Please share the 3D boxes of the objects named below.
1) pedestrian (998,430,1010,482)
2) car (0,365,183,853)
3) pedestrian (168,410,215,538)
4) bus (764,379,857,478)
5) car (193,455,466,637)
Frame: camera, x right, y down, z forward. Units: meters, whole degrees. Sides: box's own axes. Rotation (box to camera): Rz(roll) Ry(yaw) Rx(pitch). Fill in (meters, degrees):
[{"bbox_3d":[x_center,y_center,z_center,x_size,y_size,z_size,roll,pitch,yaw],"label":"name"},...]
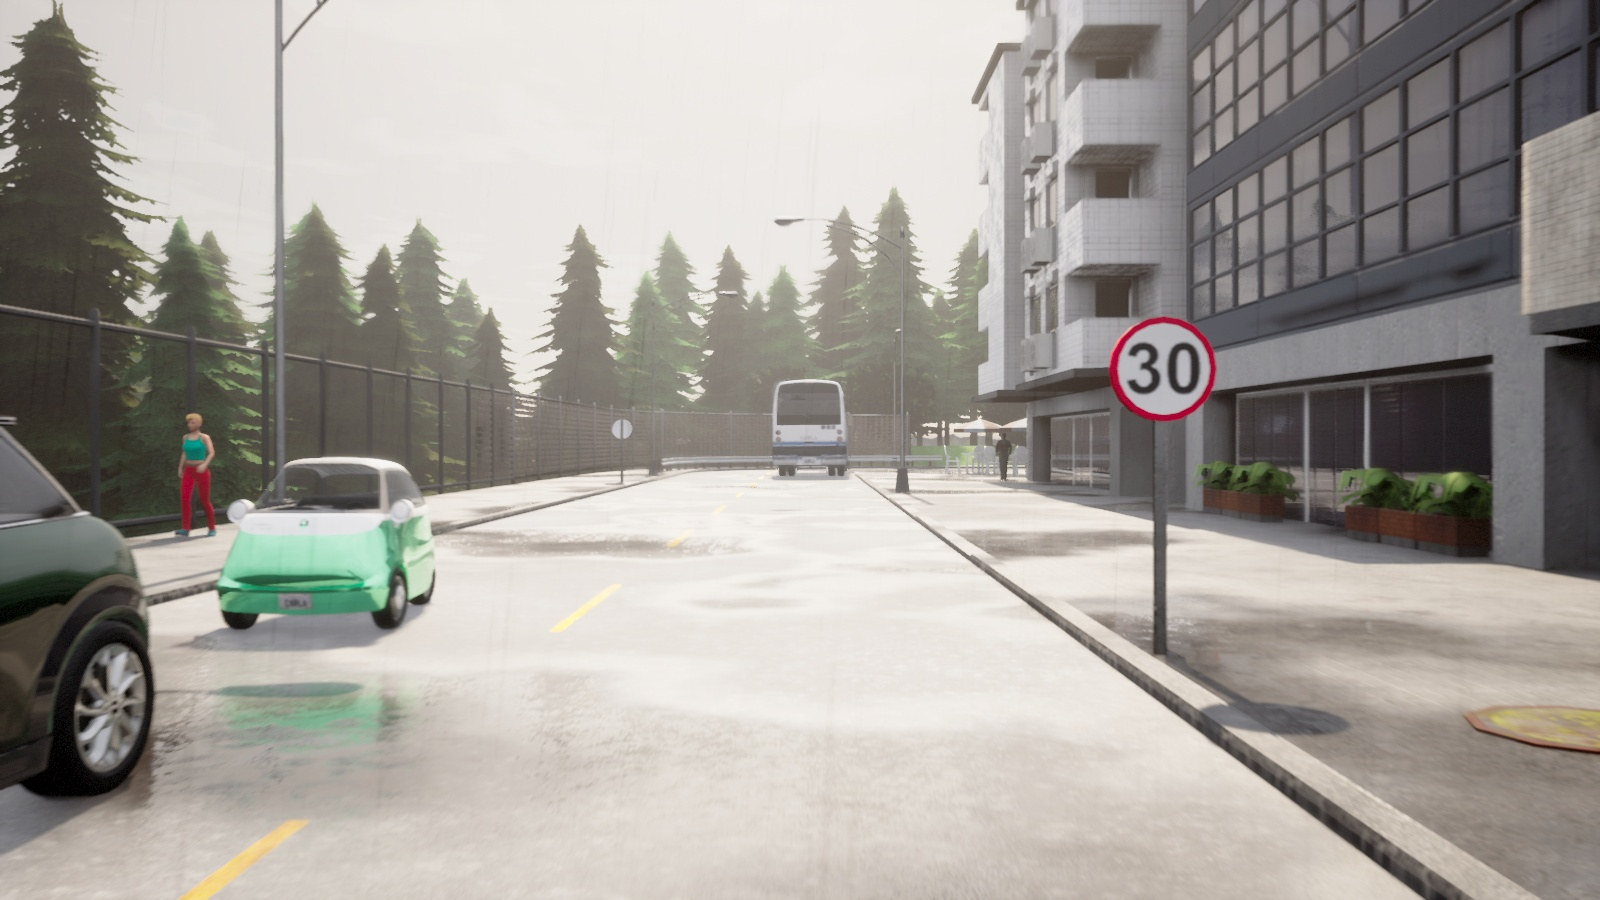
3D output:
[{"bbox_3d":[7.660,0.217,47.173,0.402,1.930,0.666,0,0,7],"label":"pedestrian"},{"bbox_3d":[-3.954,0.581,3.609,2.097,1.767,4.553,0,0,0],"label":"car"},{"bbox_3d":[-8.889,0.345,18.361,0.345,1.836,0.594,0,0,7],"label":"pedestrian"},{"bbox_3d":[0.677,-0.966,59.867,3.944,4.253,10.273,-1,0,3],"label":"bus"},{"bbox_3d":[-3.893,0.738,10.702,1.481,1.376,2.207,0,0,0],"label":"car"}]
